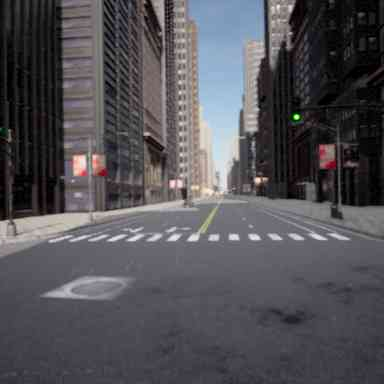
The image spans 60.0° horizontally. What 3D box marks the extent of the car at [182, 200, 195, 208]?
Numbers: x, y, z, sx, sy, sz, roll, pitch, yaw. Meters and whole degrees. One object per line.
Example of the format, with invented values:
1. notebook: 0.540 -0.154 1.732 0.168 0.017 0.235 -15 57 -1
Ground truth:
1. car: -0.600 2.156 58.897 1.837 1.490 4.892 -1 1 6
